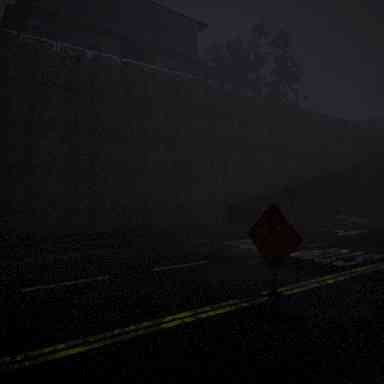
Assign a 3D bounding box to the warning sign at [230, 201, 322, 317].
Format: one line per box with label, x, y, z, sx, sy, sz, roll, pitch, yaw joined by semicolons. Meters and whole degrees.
warning sign;1.549;1.115;6.264;1.060;1.860;1.300;0;0;-35
